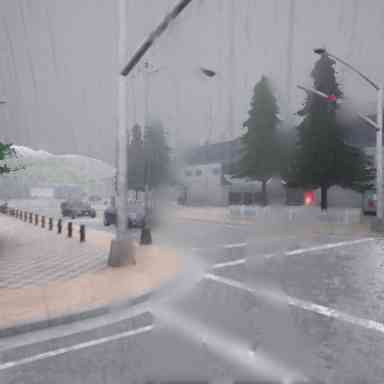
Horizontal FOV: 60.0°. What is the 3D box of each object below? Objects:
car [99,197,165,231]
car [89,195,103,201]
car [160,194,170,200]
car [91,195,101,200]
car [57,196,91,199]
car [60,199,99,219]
[{"bbox_3d":[-3.899,1.382,21.210,2.097,1.767,4.553,0,0,-37],"label":"car"},{"bbox_3d":[-23.402,1.446,81.043,1.970,1.475,3.806,0,0,-37],"label":"car"},{"bbox_3d":[-6.369,1.184,84.279,1.932,1.855,4.605,0,0,-37],"label":"car"},{"bbox_3d":[-21.370,1.431,73.308,1.845,1.501,3.633,0,0,-37],"label":"car"},{"bbox_3d":[-15.020,1.583,41.999,2.033,1.411,5.357,0,0,-37],"label":"car"},{"bbox_3d":[-9.942,1.594,29.200,1.994,1.385,4.181,0,0,-37],"label":"car"}]
